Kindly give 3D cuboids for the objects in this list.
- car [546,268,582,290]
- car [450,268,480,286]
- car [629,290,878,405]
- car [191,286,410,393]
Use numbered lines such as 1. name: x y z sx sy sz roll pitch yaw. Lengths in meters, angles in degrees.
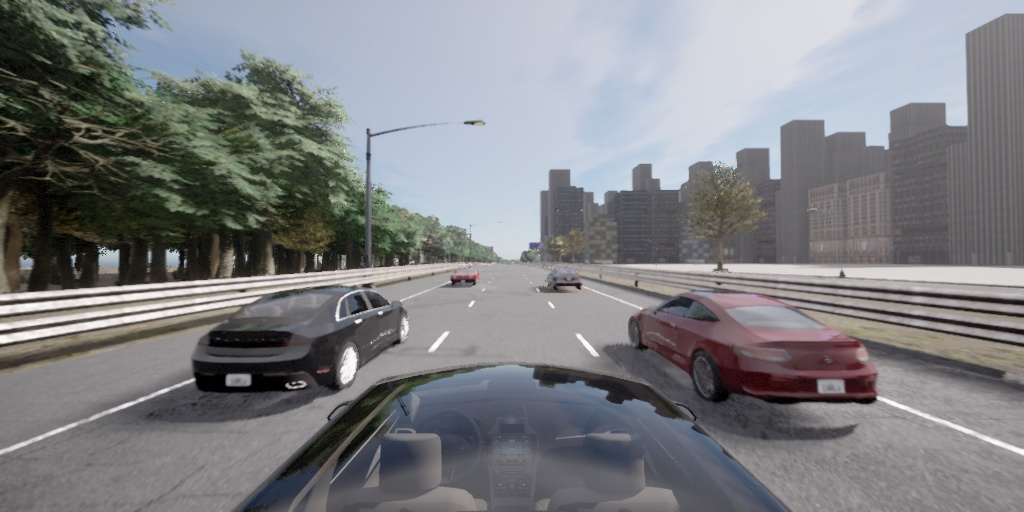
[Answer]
1. car: 3.483 1.493 24.529 2.033 1.411 5.357 0 0 -1
2. car: -3.550 1.577 28.058 1.895 1.301 4.718 0 0 -1
3. car: 3.585 1.323 6.335 1.812 1.442 4.674 0 -1 0
4. car: -3.414 1.312 6.897 1.837 1.490 4.892 0 0 0
